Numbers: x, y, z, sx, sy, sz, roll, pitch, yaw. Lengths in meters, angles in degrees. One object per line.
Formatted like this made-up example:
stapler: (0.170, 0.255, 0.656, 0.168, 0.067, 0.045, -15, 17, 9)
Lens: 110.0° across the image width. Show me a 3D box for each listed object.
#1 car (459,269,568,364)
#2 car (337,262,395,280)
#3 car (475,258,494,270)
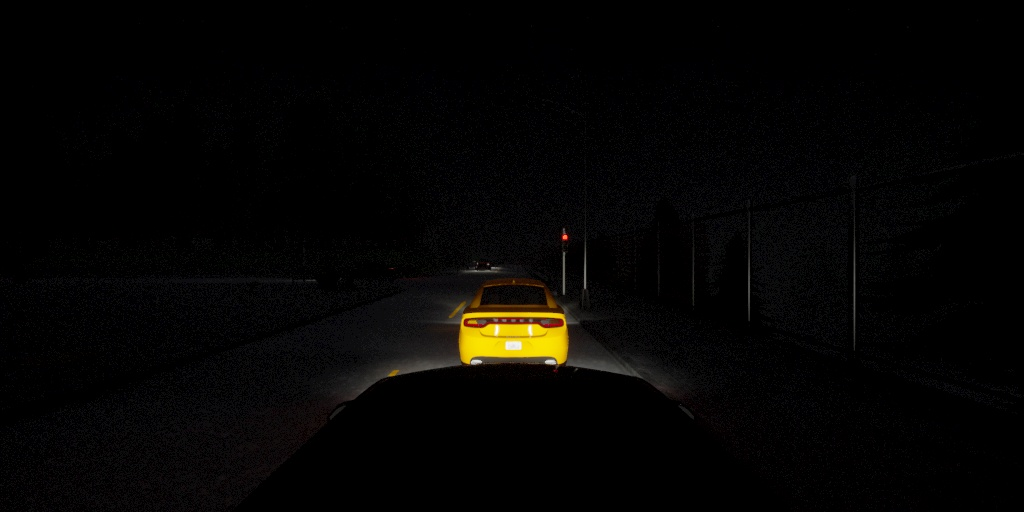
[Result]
car: (0.043, 1.227, 7.991, 1.882, 1.535, 5.008, 0, 0, 0)
car: (-12.687, 1.254, 31.042, 4.892, 1.490, 1.837, 0, 2, -3)
car: (-4.123, 1.100, 51.959, 2.097, 1.767, 4.553, 0, 0, 0)
